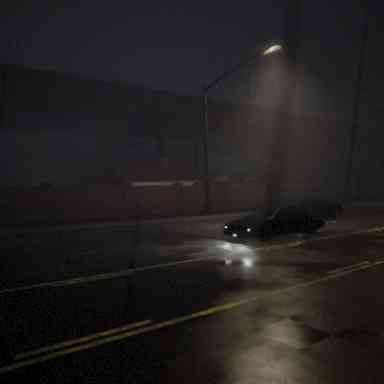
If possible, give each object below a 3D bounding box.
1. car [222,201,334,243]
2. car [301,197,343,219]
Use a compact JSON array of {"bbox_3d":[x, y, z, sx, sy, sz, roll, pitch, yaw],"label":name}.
[{"bbox_3d":[3.946,1.362,15.362,5.357,1.411,2.033,-1,1,-35],"label":"car"},{"bbox_3d":[8.245,1.161,22.644,5.008,1.535,1.882,-2,1,-35],"label":"car"}]
